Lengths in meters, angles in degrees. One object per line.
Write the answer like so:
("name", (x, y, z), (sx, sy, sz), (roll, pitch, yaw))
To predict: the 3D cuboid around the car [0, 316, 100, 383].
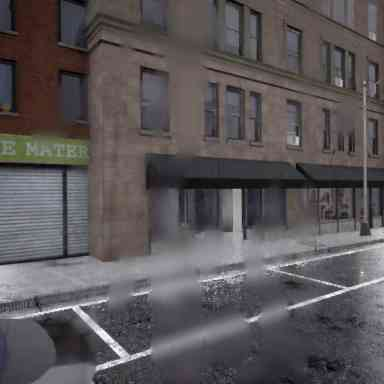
("car", (-2.778, 1.492, 1.275), (4.902, 1.511, 2.128), (0, 0, -35))
